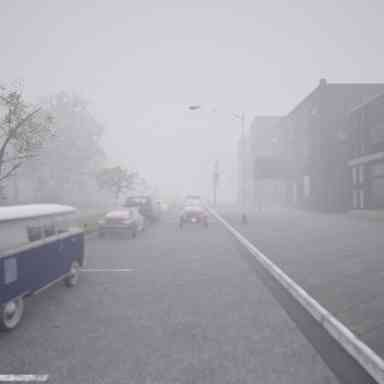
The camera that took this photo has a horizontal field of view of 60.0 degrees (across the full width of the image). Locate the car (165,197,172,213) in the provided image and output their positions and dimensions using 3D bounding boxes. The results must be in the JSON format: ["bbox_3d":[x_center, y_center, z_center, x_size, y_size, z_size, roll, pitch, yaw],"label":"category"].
[{"bbox_3d":[-3.647,1.521,34.479,2.097,1.535,5.008,0,0,2],"label":"car"}]

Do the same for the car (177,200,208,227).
[{"bbox_3d":[0.102,1.541,22.778,1.812,1.442,4.674,0,0,0],"label":"car"}]

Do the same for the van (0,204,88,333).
[{"bbox_3d":[-3.647,1.283,6.879,1.878,1.987,4.442,0,0,2],"label":"van"}]

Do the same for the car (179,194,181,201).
[{"bbox_3d":[-3.643,1.605,62.217,2.231,1.521,4.892,0,-1,2],"label":"car"}]

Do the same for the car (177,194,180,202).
[{"bbox_3d":[-3.644,1.592,56.661,2.097,1.535,5.008,0,0,2],"label":"car"}]

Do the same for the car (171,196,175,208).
[{"bbox_3d":[-3.647,1.543,40.027,2.097,1.535,5.008,0,0,2],"label":"car"}]

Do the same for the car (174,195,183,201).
[{"bbox_3d":[-3.650,1.655,89.970,2.163,1.488,4.792,-1,0,2],"label":"car"}]

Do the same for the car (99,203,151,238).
[{"bbox_3d":[-3.651,1.557,17.850,2.002,1.452,4.674,0,0,0],"label":"car"}]

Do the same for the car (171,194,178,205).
[{"bbox_3d":[-3.638,1.562,50.280,1.946,1.575,5.366,0,0,2],"label":"car"}]

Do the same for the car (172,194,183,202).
[{"bbox_3d":[-3.642,1.473,84.366,2.185,1.767,4.553,0,0,2],"label":"car"}]

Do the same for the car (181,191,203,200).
[{"bbox_3d":[0.102,1.265,40.421,2.150,2.045,5.566,0,0,0],"label":"car"}]

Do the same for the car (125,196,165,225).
[{"bbox_3d":[-3.650,1.286,24.595,2.435,2.045,5.566,0,0,1],"label":"car"}]
